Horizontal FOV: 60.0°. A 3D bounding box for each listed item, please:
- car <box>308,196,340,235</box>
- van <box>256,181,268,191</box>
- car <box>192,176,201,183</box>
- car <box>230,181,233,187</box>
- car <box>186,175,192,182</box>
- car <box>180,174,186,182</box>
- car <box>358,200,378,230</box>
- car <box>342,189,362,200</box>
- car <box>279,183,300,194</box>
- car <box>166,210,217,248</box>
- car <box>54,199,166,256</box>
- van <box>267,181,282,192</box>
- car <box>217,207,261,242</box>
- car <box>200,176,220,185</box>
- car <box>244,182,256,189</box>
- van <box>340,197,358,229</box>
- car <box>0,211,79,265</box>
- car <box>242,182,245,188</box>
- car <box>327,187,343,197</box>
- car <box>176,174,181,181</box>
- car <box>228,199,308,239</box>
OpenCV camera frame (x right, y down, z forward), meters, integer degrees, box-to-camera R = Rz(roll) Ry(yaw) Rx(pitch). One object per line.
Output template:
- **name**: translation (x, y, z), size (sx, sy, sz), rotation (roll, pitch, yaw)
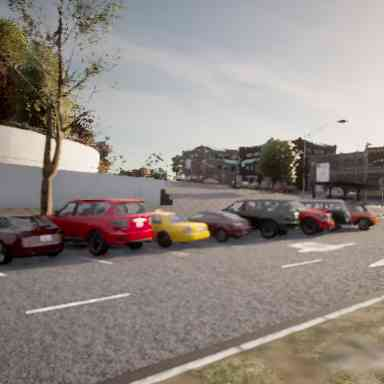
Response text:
- **car**: translation (5.764, 1.450, 20.538), size (5.566, 2.045, 2.435), rotation (-1, -2, 35)
- **van**: translation (15.245, -1.193, 67.160), size (1.878, 1.987, 4.442), rotation (8, 3, 35)
- **car**: translation (3.161, -3.127, 84.458), size (2.435, 2.045, 5.566), rotation (7, 3, 34)
- **car**: translation (10.103, -1.745, 74.678), size (2.002, 1.452, 4.674), rotation (7, 3, 35)
- **car**: translation (1.369, -3.279, 86.925), size (2.185, 1.767, 4.553), rotation (6, 2, 34)
- **car**: translation (-0.359, -3.513, 89.397), size (2.185, 1.767, 4.553), rotation (4, 0, 34)
- **car**: translation (10.711, 1.653, 23.957), size (4.553, 1.767, 2.185), rotation (-1, -1, 35)
- **car**: translation (25.616, 0.706, 52.454), size (2.002, 1.452, 4.674), rotation (7, 3, 35)
- **car**: translation (18.726, -0.421, 62.321), size (2.231, 1.521, 4.892), rotation (7, 3, 35)
- **car**: translation (-1.785, 1.584, 15.448), size (5.366, 1.575, 1.946), rotation (-1, -1, 35)
- **car**: translation (-4.103, 1.296, 13.623), size (5.566, 2.045, 2.435), rotation (-1, -1, 35)
- **van**: translation (16.972, -0.921, 64.687), size (1.878, 1.987, 4.442), rotation (8, 3, 35)
- **car**: translation (0.821, 1.664, 17.075), size (4.674, 1.452, 2.002), rotation (-1, -1, 35)
- **car**: translation (5.007, -2.602, 82.195), size (1.946, 1.575, 5.366), rotation (7, 3, 34)
- **car**: translation (13.672, -1.238, 69.892), size (1.946, 1.575, 5.366), rotation (7, 3, 35)
- **van**: translation (8.303, 1.513, 22.208), size (4.442, 1.987, 1.878), rotation (-1, -2, 35)
- **car**: translation (-6.551, 1.539, 11.876), size (4.792, 1.488, 2.163), rotation (-1, -1, 35)
- **car**: translation (11.843, -1.471, 72.214), size (2.002, 1.452, 4.674), rotation (8, 3, 35)
- **car**: translation (23.931, 0.145, 54.931), size (2.435, 2.045, 5.566), rotation (7, 3, 35)
- **car**: translation (-2.127, -3.791, 91.747), size (2.435, 2.045, 5.566), rotation (1, -2, 34)
- **car**: translation (3.251, 1.411, 18.834), size (5.566, 2.045, 2.435), rotation (-1, -1, 35)
